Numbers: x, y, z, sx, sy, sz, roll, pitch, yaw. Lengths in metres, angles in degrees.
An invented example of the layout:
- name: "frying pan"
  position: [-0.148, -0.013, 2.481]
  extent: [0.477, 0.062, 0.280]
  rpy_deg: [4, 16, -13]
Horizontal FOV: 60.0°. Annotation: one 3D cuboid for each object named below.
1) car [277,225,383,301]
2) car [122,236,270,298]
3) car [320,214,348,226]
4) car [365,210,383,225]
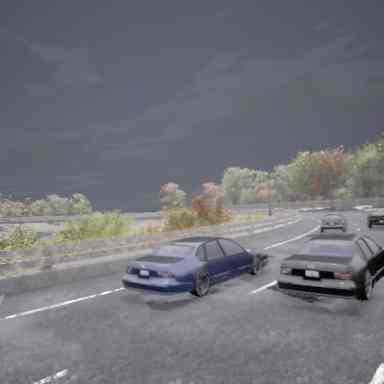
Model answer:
- name: "car"
  position: [4.185, 1.883, 9.286]
  extent: [2.033, 1.411, 5.357]
  rpy_deg: [-4, -4, 38]
- name: "car"
  position: [0.412, 2.072, 10.137]
  extent: [2.033, 1.411, 5.357]
  rpy_deg: [-5, -4, 39]
- name: "car"
  position: [11.650, 2.512, 27.220]
  extent: [2.033, 1.411, 5.357]
  rpy_deg: [-4, -3, 27]
- name: "car"
  position: [16.917, 2.386, 30.094]
  extent: [1.882, 1.535, 5.008]
  rpy_deg: [-3, -3, 25]
